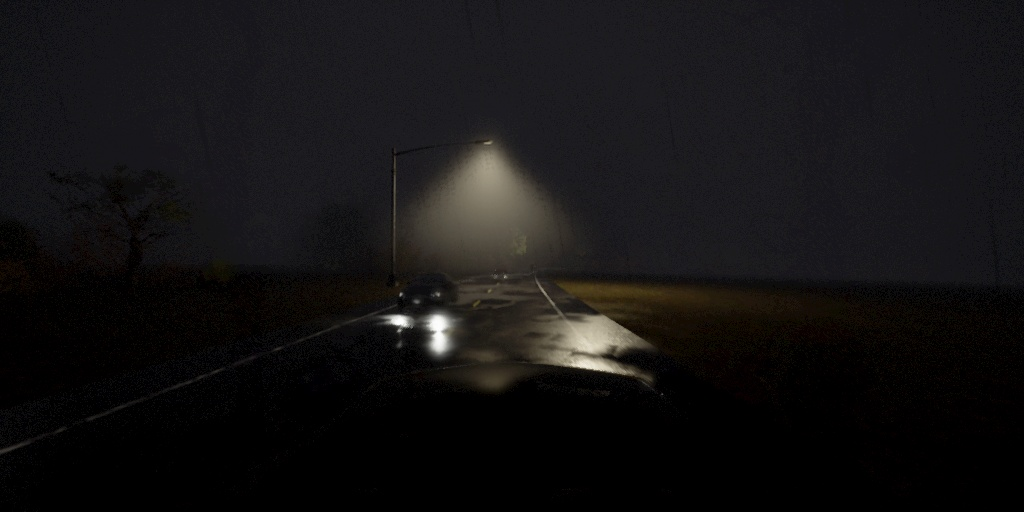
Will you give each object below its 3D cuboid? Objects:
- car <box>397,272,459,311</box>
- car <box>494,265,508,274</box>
[{"bbox_3d":[-3.466,1.456,15.611,1.812,1.442,4.674,0,-1,1],"label":"car"},{"bbox_3d":[-1.648,2.087,56.811,1.882,1.535,5.008,0,-1,4],"label":"car"}]
